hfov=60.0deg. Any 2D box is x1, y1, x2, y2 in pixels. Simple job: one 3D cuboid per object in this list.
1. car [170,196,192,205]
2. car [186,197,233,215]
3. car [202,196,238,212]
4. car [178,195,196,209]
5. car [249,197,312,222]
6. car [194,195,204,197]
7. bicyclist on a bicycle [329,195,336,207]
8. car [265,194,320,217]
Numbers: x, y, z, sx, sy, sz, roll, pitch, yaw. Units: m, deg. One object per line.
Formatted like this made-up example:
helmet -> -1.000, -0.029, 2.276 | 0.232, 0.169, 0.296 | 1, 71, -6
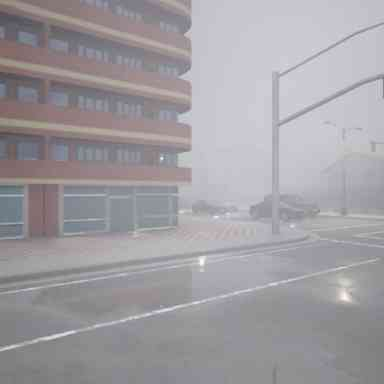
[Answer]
car -> -2.086, 1.526, 60.526 | 1.812, 1.442, 4.674 | 0, 0, -34
car -> 1.719, 1.526, 34.469 | 1.812, 1.442, 4.674 | 0, 0, -35
car -> 3.290, 1.526, 38.367 | 1.812, 1.442, 4.674 | 0, 0, -35
car -> -1.953, 1.505, 45.972 | 1.837, 1.490, 4.892 | 0, 0, -34
car -> 6.841, 1.478, 26.991 | 1.882, 1.535, 5.008 | 0, 0, -34
car -> 0.766, 1.352, 62.472 | 2.097, 1.767, 4.553 | 0, 0, -35
bicyclist on a bicycle -> 19.330, 1.301, 45.873 | 1.656, 1.620, 0.582 | 0, 0, -35
car -> 8.827, 1.221, 30.320 | 2.150, 2.045, 5.566 | 0, 0, -34
